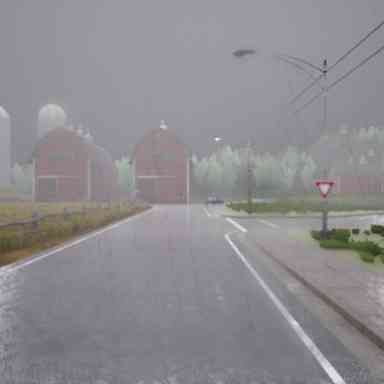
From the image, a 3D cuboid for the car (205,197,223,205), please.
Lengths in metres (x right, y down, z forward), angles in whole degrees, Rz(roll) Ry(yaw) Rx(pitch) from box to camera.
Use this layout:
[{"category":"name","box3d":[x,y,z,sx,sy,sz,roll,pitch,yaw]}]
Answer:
[{"category":"car","box3d":[4.108,1.648,61.348,1.812,1.442,4.674,0,0,37]}]
